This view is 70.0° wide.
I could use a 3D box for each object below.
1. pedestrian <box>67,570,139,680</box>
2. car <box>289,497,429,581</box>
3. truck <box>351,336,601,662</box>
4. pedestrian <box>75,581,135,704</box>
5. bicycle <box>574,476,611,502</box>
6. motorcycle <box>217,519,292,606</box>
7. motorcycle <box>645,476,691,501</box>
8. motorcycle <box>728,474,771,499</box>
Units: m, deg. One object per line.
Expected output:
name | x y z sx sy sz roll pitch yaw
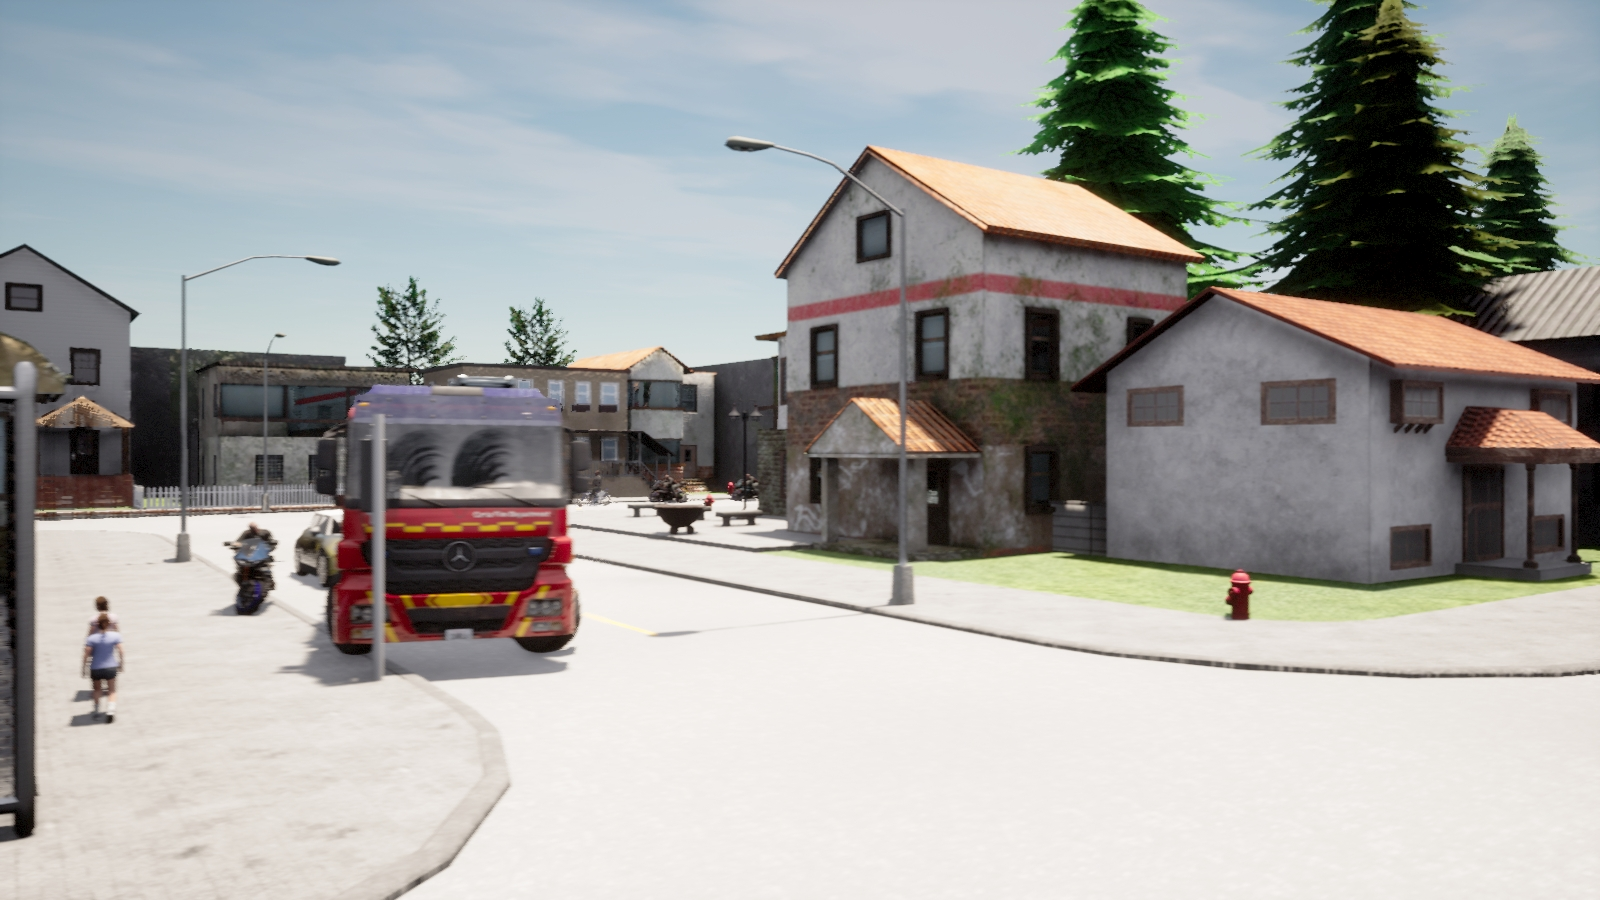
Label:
pedestrian | -7.616 1.895 12.488 0.500 1.100 0.500 0 0 30
car | -9.563 1.844 24.599 1.970 1.475 3.806 0 0 -35
truck | -5.290 0.673 17.856 2.891 3.827 8.468 1 -1 -20
pedestrian | -6.914 1.896 11.359 0.500 1.100 0.500 0 0 -32
bicycle | -10.378 1.940 57.167 1.835 1.271 0.329 0 0 -34
motorcycle | -9.268 1.872 19.480 0.867 1.251 2.209 0 0 -18
motorcycle | -6.874 1.984 59.601 2.209 1.251 0.867 0 0 -34
motorcycle | -2.773 1.984 62.467 2.209 1.251 0.867 0 0 -35
